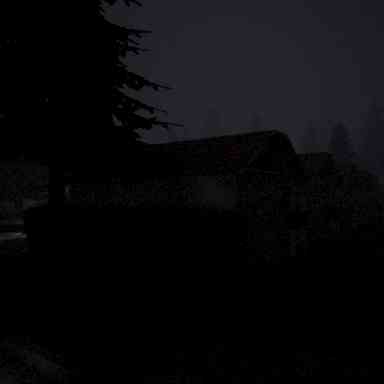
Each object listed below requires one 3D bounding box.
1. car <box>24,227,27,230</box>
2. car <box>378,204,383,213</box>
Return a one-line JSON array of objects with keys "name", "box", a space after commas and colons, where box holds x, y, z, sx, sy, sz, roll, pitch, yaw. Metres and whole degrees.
[{"name": "car", "box": [-9.423, 1.867, 23.745, 2.097, 1.767, 4.553, -1, -1, 36]}, {"name": "car", "box": [22.610, 2.038, 41.483, 4.902, 1.511, 2.128, -1, -1, 29]}]
